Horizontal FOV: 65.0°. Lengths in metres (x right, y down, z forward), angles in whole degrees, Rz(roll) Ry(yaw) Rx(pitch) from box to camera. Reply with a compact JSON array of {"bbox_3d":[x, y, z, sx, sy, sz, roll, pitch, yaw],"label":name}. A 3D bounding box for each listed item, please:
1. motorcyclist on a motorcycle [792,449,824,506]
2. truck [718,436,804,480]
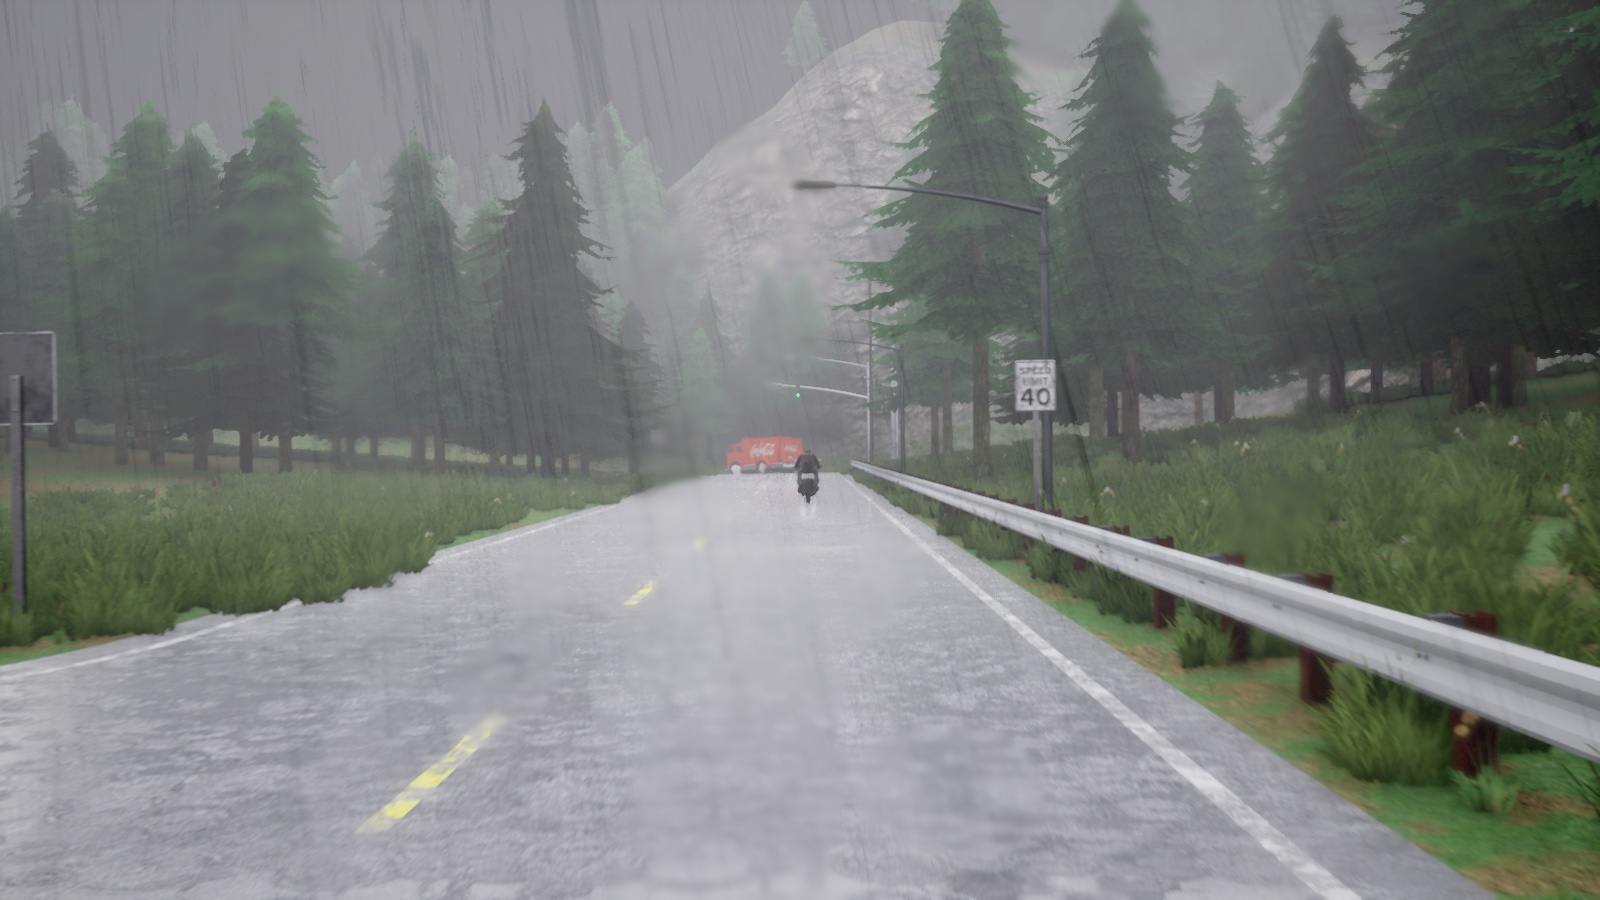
[{"bbox_3d":[0.220,0.749,35.410,0.866,1.530,2.191,-1,0,0],"label":"motorcyclist on a motorcycle"},{"bbox_3d":[-2.546,0.544,81.098,5.204,2.467,2.627,-4,-6,42],"label":"truck"}]
